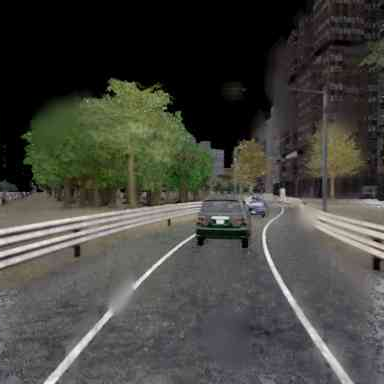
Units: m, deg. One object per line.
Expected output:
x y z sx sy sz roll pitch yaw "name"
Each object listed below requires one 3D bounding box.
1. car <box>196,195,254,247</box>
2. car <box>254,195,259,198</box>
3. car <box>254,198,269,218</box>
1.595 1.228 15.325 2.150 2.045 5.566 0 0 11 "car"
15.973 1.489 84.695 1.812 1.442 4.674 0 0 0 "car"
5.969 1.553 30.551 1.812 1.442 4.674 0 0 19 "car"
